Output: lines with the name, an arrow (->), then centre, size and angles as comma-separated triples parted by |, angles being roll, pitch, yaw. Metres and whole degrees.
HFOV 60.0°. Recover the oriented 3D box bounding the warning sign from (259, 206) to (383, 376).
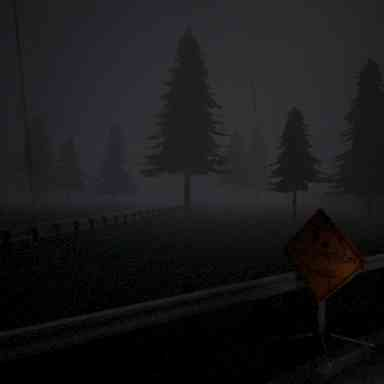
warning sign -> 1.792, 1.153, 4.596 | 1.060, 1.860, 1.300 | 1, 0, -36
